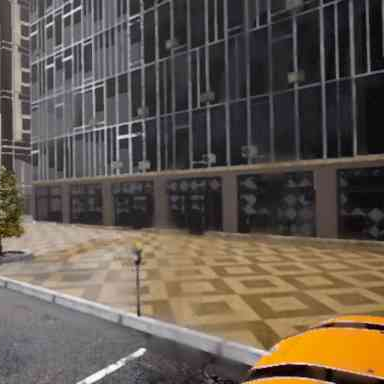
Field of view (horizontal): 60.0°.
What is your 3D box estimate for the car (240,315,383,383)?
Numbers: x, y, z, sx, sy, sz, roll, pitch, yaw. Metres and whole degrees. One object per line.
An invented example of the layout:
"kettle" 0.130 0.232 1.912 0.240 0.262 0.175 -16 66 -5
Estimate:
"car" 2.336 1.342 1.574 4.553 1.767 2.097 -1 0 35
